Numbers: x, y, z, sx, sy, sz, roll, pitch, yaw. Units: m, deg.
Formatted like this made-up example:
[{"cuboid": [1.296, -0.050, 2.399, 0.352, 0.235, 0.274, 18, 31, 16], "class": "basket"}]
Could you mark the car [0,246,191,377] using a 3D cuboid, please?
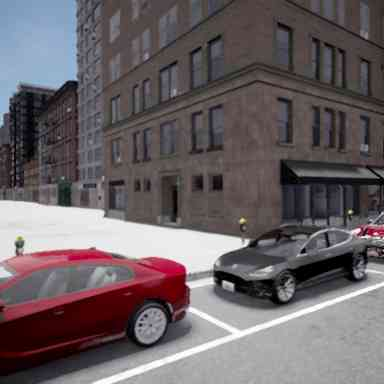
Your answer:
[{"cuboid": [-2.122, 1.536, 4.674, 4.507, 1.381, 1.887, -1, 0, -35], "class": "car"}]

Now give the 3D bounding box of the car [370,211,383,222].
[{"cuboid": [7.132, 1.326, 11.267, 4.097, 1.590, 1.967, -1, 0, -35], "class": "car"}]

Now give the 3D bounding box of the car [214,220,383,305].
[{"cuboid": [2.506, 1.505, 7.971, 4.313, 1.339, 1.947, -1, 0, -35], "class": "car"}]
